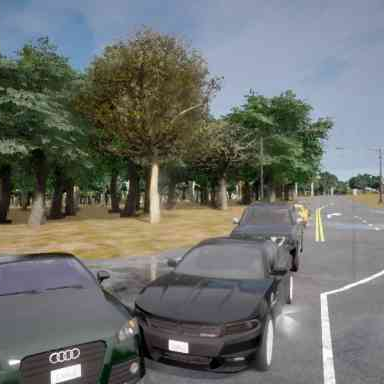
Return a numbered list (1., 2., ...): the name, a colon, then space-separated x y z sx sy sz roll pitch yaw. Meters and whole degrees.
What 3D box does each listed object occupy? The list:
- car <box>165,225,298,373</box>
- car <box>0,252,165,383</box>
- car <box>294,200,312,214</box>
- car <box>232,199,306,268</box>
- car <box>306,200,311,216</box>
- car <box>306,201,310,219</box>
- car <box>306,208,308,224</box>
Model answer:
1. car: 0.754 1.612 6.206 1.882 1.535 5.008 -1 -2 21
2. car: -2.294 1.642 4.914 1.994 1.385 4.181 1 -2 -33
3. car: 13.398 1.743 40.070 1.812 1.442 4.674 -1 0 21
4. car: 2.887 1.458 12.343 2.150 2.045 5.566 -2 0 21
5. car: 9.354 1.721 29.493 1.812 1.442 4.674 -1 0 21
6. car: 7.285 1.661 23.992 1.882 1.535 5.008 -1 0 21
7. car: 5.125 1.772 18.242 1.895 1.301 4.718 -1 0 21
